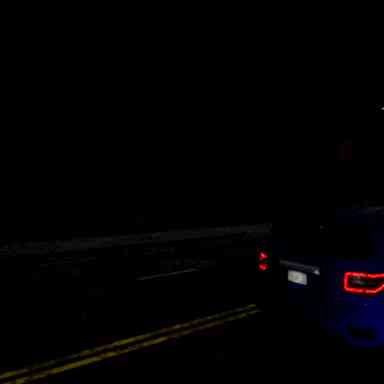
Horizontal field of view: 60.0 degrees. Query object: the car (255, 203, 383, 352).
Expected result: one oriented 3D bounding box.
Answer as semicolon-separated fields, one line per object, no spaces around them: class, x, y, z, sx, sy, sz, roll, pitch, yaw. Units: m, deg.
car;3.594;1.226;6.028;5.566;2.045;2.150;0;0;-36
